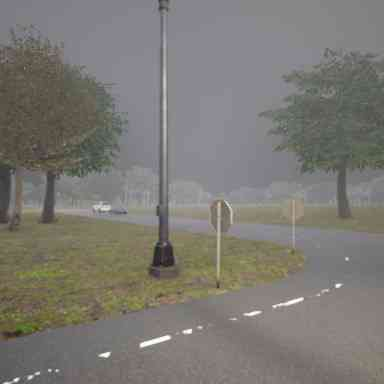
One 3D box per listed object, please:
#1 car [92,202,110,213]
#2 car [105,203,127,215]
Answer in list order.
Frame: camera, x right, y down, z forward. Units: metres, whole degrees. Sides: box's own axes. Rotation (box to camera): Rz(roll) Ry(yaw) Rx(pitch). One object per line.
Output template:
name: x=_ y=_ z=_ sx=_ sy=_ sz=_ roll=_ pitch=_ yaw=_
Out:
car: x=-16.581 y=2.802 z=61.311 sx=2.150 sy=2.045 sz=5.566 roll=2 pitch=-2 yaw=-34
car: x=-12.274 y=3.016 z=54.865 sx=1.994 sy=1.385 sz=4.181 roll=2 pitch=-2 yaw=-32
